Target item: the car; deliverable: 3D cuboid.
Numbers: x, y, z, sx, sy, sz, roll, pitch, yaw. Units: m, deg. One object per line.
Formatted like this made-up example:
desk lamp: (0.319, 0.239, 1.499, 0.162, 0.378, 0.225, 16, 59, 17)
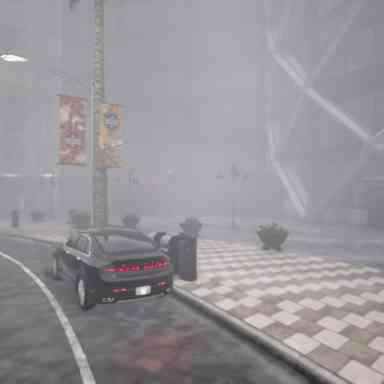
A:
car: (-2.219, 1.656, 8.363, 1.837, 1.490, 4.892, 1, -1, -32)
